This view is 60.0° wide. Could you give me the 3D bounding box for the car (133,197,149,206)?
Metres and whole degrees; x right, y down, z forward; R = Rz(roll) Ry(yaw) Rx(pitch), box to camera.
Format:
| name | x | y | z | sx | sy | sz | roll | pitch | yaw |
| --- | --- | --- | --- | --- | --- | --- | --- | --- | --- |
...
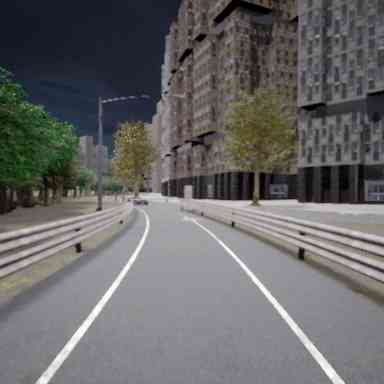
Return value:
| name | x | y | z | sx | sy | sz | roll | pitch | yaw |
| --- | --- | --- | --- | --- | --- | --- | --- | --- | --- |
| car | -8.591 | 1.556 | 55.499 | 1.895 | 1.301 | 4.718 | 0 | 0 | -20 |
